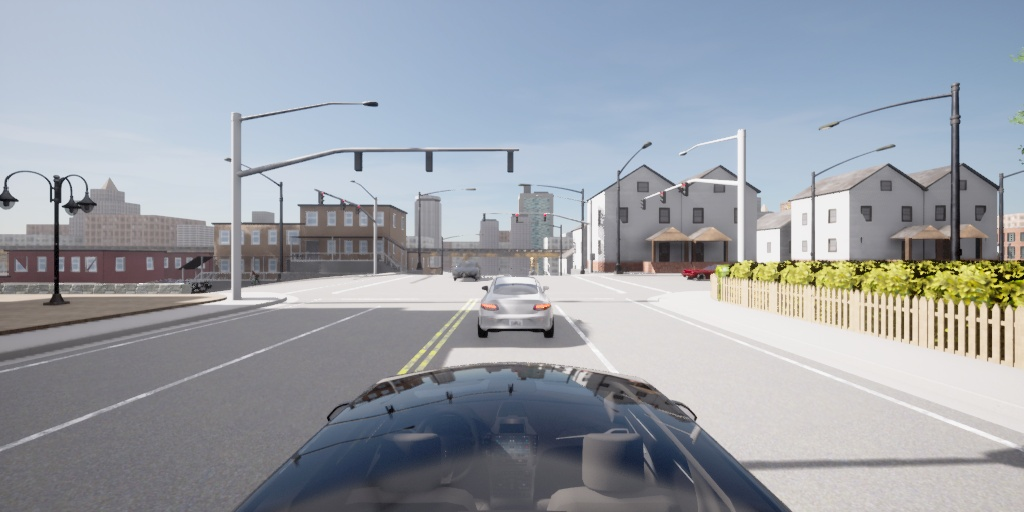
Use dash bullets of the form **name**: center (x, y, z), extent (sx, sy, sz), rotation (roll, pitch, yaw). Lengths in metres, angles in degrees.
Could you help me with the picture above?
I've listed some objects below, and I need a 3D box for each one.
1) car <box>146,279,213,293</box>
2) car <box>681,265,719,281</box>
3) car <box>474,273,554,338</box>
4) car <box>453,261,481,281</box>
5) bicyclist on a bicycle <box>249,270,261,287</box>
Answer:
- **car**: center (-23.595, 2.242, 24.721), extent (4.718, 1.301, 1.895), rotation (-8, 0, -1)
- **car**: center (16.312, 1.351, 28.875), extent (4.718, 1.301, 1.895), rotation (0, 0, -1)
- **car**: center (0.101, 1.276, 10.071), extent (1.812, 1.442, 4.674), rotation (0, 0, 0)
- **car**: center (-3.526, 1.190, 28.841), extent (1.837, 1.490, 4.892), rotation (0, 0, 0)
- **bicyclist on a bicycle**: center (-25.569, 2.214, 35.648), extent (0.582, 1.620, 1.656), rotation (-8, 0, 0)
